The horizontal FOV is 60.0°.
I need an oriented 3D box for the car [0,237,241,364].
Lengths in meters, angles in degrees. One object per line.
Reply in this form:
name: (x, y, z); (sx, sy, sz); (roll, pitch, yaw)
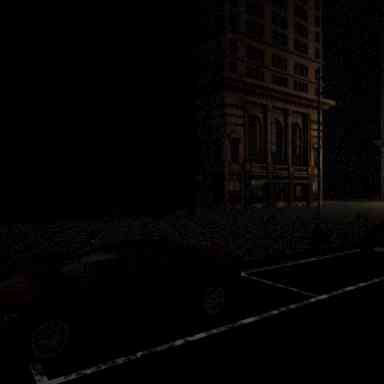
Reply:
car: (-1.138, 1.544, 5.847); (4.507, 1.381, 1.887); (0, 0, -36)

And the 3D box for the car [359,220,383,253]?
car: (8.030, 1.564, 12.421); (4.313, 1.339, 1.947); (0, 0, -36)
